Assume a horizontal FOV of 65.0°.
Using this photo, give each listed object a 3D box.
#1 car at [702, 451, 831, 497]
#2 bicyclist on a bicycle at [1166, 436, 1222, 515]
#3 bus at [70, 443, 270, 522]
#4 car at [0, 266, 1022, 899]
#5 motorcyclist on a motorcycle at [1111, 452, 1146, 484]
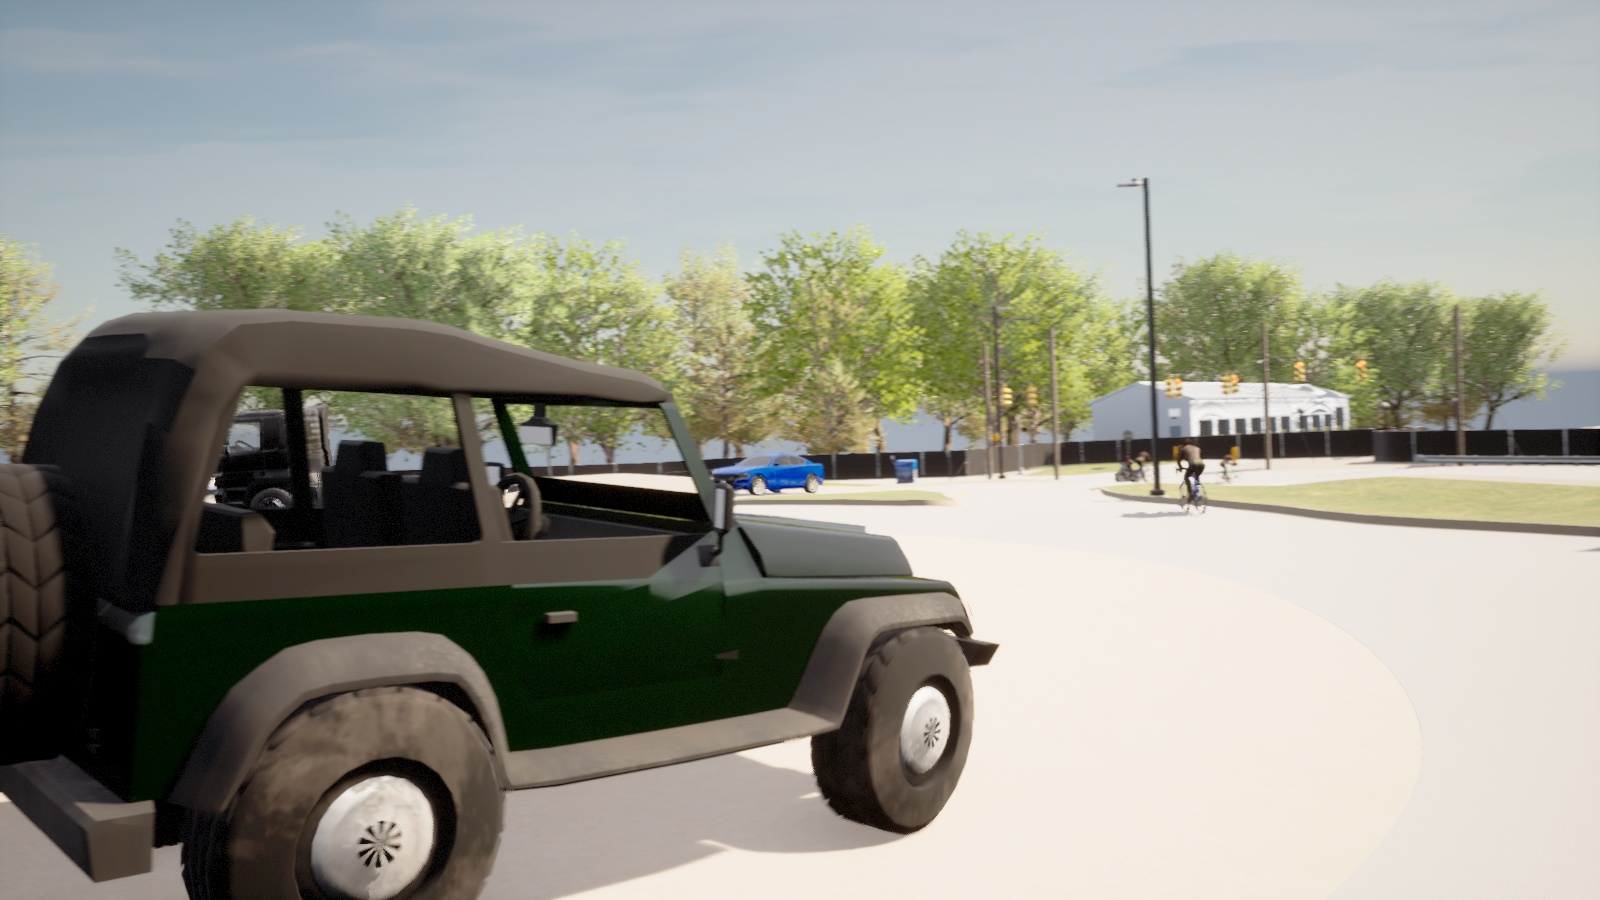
[{"bbox_3d":[-1.135,0.841,45.515,1.882,1.535,5.008,-1,-1,39],"label":"car"},{"bbox_3d":[8.453,0.524,27.003,0.582,1.620,1.656,-3,0,-2],"label":"bicyclist on a bicycle"},{"bbox_3d":[-38.765,1.859,77.529,10.273,4.253,3.944,-3,2,-39],"label":"bus"},{"bbox_3d":[-1.127,0.530,4.765,3.866,1.878,1.905,2,1,-44],"label":"car"},{"bbox_3d":[17.690,0.987,67.543,0.766,1.649,2.350,-4,-4,43],"label":"motorcyclist on a motorcycle"}]
